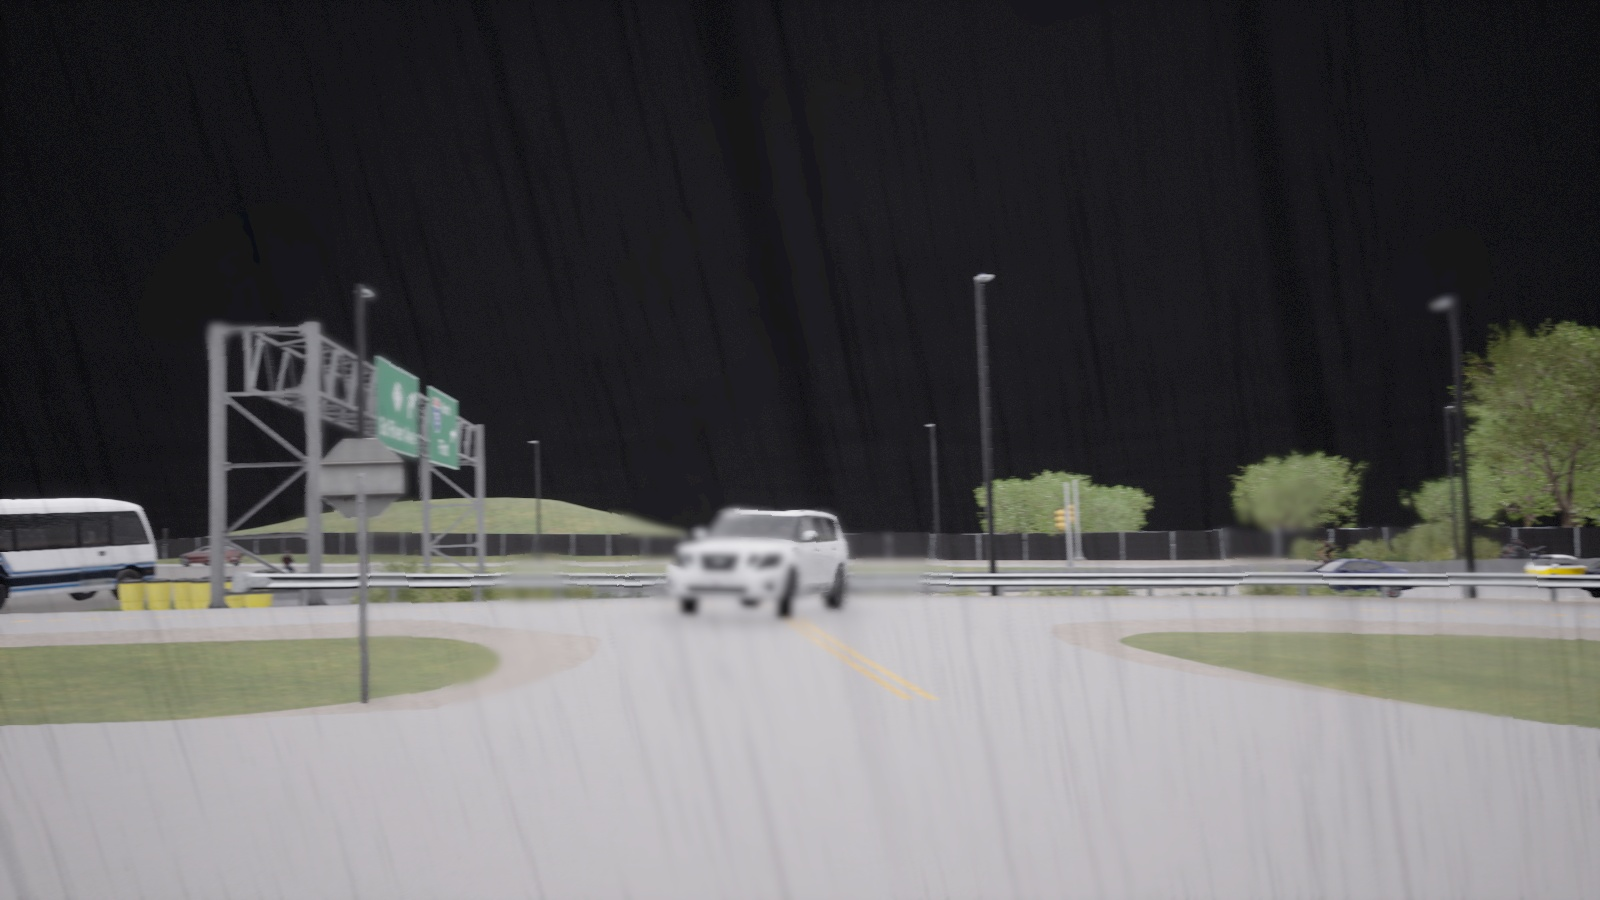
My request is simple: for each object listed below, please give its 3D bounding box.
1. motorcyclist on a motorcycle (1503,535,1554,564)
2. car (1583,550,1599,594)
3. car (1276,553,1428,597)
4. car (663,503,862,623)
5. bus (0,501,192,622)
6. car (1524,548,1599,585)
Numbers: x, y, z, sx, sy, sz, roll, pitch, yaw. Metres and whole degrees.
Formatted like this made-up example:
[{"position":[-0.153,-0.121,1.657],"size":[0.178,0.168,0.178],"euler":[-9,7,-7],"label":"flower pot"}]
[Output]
[{"position":[38.856,5.299,66.999],"size":[2.191,1.530,0.866],"euler":[-2,-3,19],"label":"motorcyclist on a motorcycle"},{"position":[29.340,4.107,42.775],"size":[4.193,1.474,1.816],"euler":[-1,-4,-5],"label":"car"},{"position":[19.945,4.509,45.498],"size":[4.674,1.442,1.812],"euler":[-1,-4,-5],"label":"car"},{"position":[-0.537,2.162,24.550],"size":[2.150,2.045,5.566],"euler":[-1,-5,18],"label":"car"},{"position":[-29.817,4.303,49.538],"size":[3.944,4.253,10.273],"euler":[-3,-2,24],"label":"bus"},{"position":[30.299,4.611,49.859],"size":[2.207,1.376,1.481],"euler":[-1,-4,-5],"label":"car"}]
